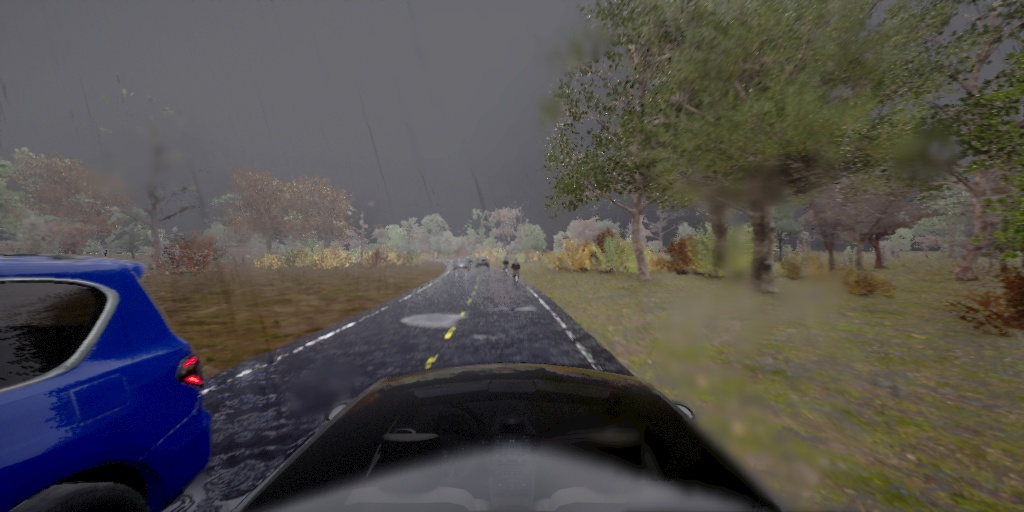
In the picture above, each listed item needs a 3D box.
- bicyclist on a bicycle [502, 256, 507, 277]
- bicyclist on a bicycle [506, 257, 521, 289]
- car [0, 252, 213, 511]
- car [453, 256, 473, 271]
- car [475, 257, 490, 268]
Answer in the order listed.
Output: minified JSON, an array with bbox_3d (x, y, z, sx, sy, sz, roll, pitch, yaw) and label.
[{"bbox_3d":[-0.527,0.897,29.869,0.659,1.776,1.843,-1,1,-6],"label":"bicyclist on a bicycle"},{"bbox_3d":[0.211,0.969,20.828,0.659,1.776,1.843,0,1,-4],"label":"bicyclist on a bicycle"},{"bbox_3d":[-3.133,1.004,0.101,2.150,2.045,5.566,0,0,0],"label":"car"},{"bbox_3d":[-6.140,0.940,43.707,2.128,1.511,4.902,0,0,-8],"label":"car"},{"bbox_3d":[-4.336,0.875,51.957,1.837,1.490,4.892,0,1,-10],"label":"car"}]
